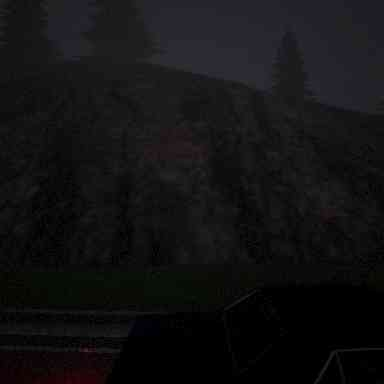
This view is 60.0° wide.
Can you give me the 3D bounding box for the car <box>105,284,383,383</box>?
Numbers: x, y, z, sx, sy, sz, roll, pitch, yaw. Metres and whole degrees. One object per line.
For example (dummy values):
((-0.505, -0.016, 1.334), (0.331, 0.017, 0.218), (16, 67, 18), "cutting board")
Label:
((1.661, 1.600, 2.916), (4.718, 1.301, 1.895), (0, 0, 1), "car")
